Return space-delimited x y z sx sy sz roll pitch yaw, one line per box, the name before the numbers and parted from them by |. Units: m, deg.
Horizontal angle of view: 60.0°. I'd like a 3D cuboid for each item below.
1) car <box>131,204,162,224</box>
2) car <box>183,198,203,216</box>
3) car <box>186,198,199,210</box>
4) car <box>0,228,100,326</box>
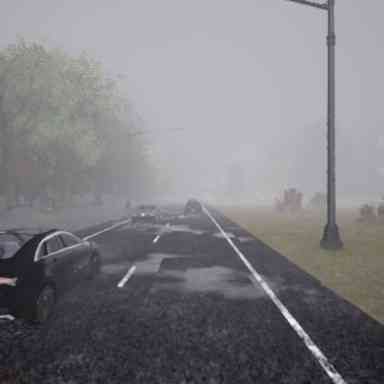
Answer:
car | -3.376 1.619 25.474 2.033 1.411 5.357 0 0 0
car | 0.131 1.573 33.925 1.882 1.535 5.008 0 0 0
car | 0.081 1.639 47.127 1.837 1.490 4.892 0 0 1
car | -3.392 1.512 7.068 2.128 1.511 4.902 0 0 0
